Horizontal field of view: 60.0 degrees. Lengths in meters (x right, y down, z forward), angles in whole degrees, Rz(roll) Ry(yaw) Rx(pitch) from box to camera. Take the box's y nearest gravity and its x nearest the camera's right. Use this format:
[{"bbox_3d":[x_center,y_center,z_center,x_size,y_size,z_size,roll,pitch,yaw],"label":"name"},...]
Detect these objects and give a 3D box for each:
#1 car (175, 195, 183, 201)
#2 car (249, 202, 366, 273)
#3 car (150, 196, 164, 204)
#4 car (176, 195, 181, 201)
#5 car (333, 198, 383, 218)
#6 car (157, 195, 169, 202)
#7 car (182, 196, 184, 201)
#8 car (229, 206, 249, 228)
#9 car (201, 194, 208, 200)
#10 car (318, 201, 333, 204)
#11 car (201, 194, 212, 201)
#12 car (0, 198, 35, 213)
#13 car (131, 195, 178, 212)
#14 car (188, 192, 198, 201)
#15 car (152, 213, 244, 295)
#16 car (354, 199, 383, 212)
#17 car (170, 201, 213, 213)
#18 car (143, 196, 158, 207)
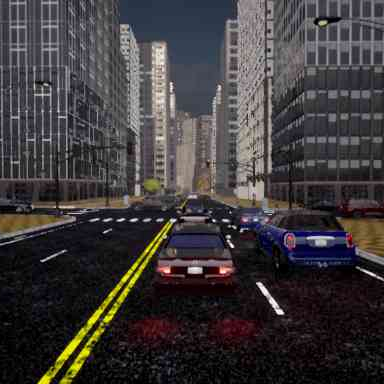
[{"bbox_3d":[-3.063,1.409,79.515,1.837,1.490,4.892,0,0,0],"label":"car"},{"bbox_3d":[3.374,1.345,10.828,2.097,1.767,4.553,0,0,0],"label":"car"},{"bbox_3d":[-6.413,1.483,62.262,2.033,1.411,5.357,0,0,0],"label":"car"},{"bbox_3d":[-3.202,1.304,50.541,2.097,1.767,4.553,0,0,-1],"label":"car"},{"bbox_3d":[16.273,1.511,30.880,5.009,1.841,2.192,1,0,1],"label":"car"},{"bbox_3d":[-6.329,1.459,72.932,2.033,1.411,5.357,0,0,0],"label":"car"},{"bbox_3d":[-3.086,1.526,69.436,1.895,1.301,4.718,0,0,0],"label":"car"},{"bbox_3d":[3.398,1.532,20.213,2.033,1.411,5.357,0,0,0],"label":"car"},{"bbox_3d":[3.470,1.362,92.534,1.882,1.535,5.008,0,0,0],"label":"car"},{"bbox_3d":[14.230,1.682,36.766,4.718,1.301,1.895,1,1,3],"label":"car"},{"bbox_3d":[3.430,1.415,75.681,1.837,1.490,4.892,0,0,0],"label":"car"},{"bbox_3d":[-18.748,1.331,34.126,4.902,1.511,2.128,1,1,1],"label":"car"},{"bbox_3d":[-4.361,1.422,37.028,4.892,1.490,1.837,0,1,1],"label":"car"},{"bbox_3d":[0.195,1.128,82.695,2.150,2.045,5.566,0,0,0],"label":"car"},{"bbox_3d":[0.113,1.541,8.860,2.033,1.411,5.357,0,0,1],"label":"car"},{"bbox_3d":[21.902,1.632,39.153,4.829,1.417,1.752,1,0,1],"label":"car"},{"bbox_3d":[0.144,1.477,18.605,2.128,1.511,4.902,0,0,0],"label":"car"},{"bbox_3d":[-6.470,1.455,52.382,1.837,1.490,4.892,0,0,0],"label":"car"}]
